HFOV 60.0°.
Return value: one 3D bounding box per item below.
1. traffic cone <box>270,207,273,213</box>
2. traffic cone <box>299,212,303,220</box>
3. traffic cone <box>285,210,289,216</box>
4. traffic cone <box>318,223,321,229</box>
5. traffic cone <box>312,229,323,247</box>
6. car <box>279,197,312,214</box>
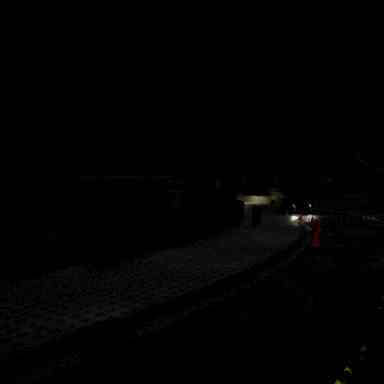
[{"bbox_3d":[8.833,1.994,36.963,0.340,0.580,0.340,0,0,-8],"label":"traffic cone"},{"bbox_3d":[9.009,1.991,27.556,0.340,0.580,0.340,0,0,6],"label":"traffic cone"},{"bbox_3d":[9.193,1.992,32.265,0.340,0.580,0.340,0,0,-1],"label":"traffic cone"},{"bbox_3d":[7.029,1.992,18.359,0.340,0.580,0.340,0,0,19],"label":"traffic cone"},{"bbox_3d":[5.219,1.990,14.005,0.340,0.580,0.340,0,0,32],"label":"traffic cone"},{"bbox_3d":[10.830,1.386,35.077,2.097,1.767,4.553,0,0,-6],"label":"car"}]
